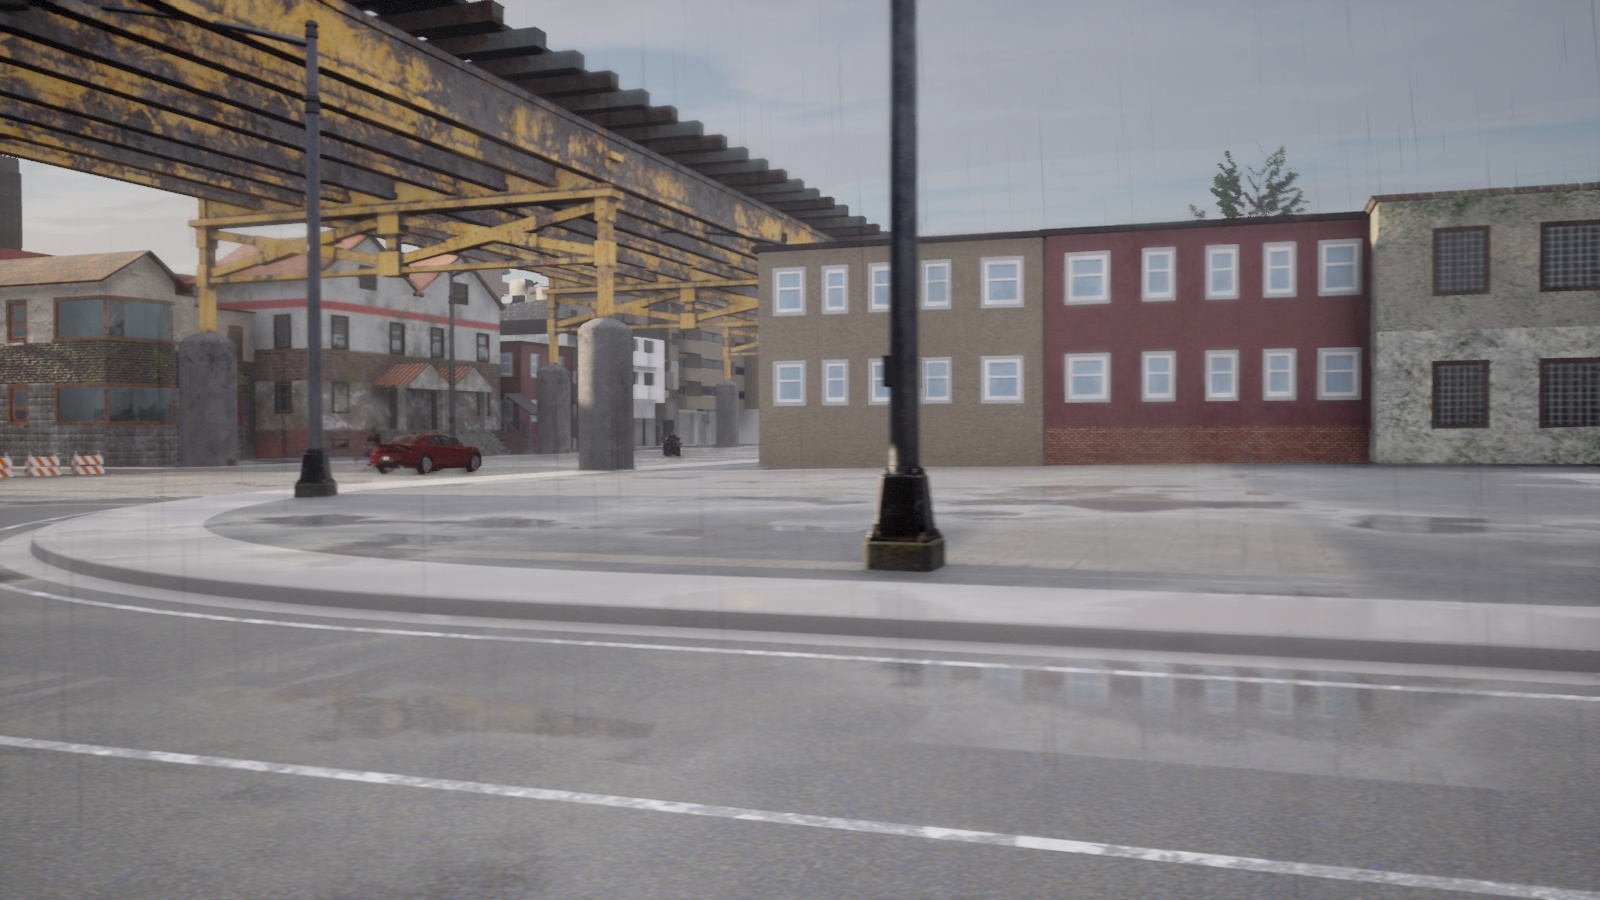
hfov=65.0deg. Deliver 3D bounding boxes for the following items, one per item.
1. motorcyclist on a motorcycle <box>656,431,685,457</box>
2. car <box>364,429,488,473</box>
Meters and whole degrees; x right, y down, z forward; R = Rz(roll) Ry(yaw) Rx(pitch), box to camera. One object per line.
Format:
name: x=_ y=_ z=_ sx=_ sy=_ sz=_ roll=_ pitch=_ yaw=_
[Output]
motorcyclist on a motorcycle: x=-7.735 y=-0.367 z=75.110 sx=0.866 sy=1.530 sz=2.191 roll=1 pitch=1 yaw=20
car: x=-13.959 y=-0.002 z=47.213 sx=1.882 sy=1.535 sz=5.008 roll=1 pitch=1 yaw=20
